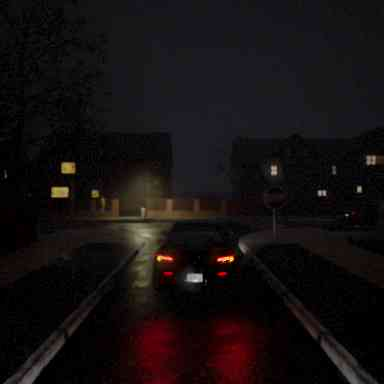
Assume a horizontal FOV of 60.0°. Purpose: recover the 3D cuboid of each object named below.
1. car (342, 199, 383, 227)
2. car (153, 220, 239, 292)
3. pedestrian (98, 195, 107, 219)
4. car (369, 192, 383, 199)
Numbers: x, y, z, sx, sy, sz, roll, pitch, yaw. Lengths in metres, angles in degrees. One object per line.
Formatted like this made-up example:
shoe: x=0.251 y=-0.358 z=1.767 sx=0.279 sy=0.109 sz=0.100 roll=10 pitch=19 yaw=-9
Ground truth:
car: x=10.930 y=1.286 z=19.130 sx=4.181 sy=1.385 sz=1.994 roll=0 pitch=-1 yaw=1
car: x=0.127 y=1.441 z=8.586 sx=1.812 sy=1.442 sz=4.674 roll=0 pitch=0 yaw=2
pedestrian: x=-6.771 y=1.113 z=25.084 sx=0.375 sy=1.860 sz=0.375 roll=0 pitch=0 yaw=1
car: x=13.169 y=0.968 z=21.960 sx=5.566 sy=2.045 sz=2.150 roll=0 pitch=-1 yaw=1
